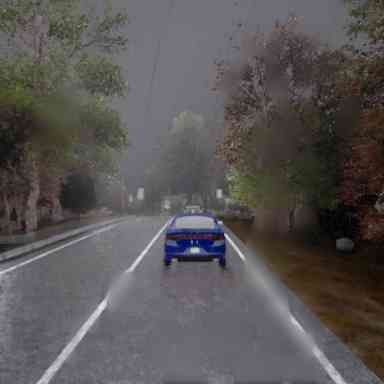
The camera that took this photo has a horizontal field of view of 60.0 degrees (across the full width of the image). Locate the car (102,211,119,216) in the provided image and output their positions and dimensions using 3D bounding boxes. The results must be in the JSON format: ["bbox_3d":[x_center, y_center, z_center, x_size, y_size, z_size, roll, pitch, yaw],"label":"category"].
[{"bbox_3d":[-18.560,5.085,75.711,1.837,1.490,4.892,-2,-5,20],"label":"car"}]

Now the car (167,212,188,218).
[{"bbox_3d":[-3.763,5.872,86.260,5.357,1.411,2.033,1,-5,-5],"label":"car"}]

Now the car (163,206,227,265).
[{"bbox_3d":[0.088,1.460,11.653,1.882,1.535,5.008,0,0,0],"label":"car"}]

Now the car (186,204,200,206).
[{"bbox_3d":[0.091,1.752,29.232,2.033,1.411,5.357,0,-2,0],"label":"car"}]
